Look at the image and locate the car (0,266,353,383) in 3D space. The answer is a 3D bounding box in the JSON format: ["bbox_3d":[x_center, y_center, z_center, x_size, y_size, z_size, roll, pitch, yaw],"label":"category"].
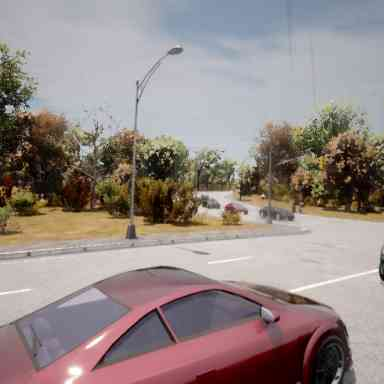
[{"bbox_3d":[-0.075,1.571,3.696,4.181,1.385,1.994,0,0,-36],"label":"car"}]

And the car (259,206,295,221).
[{"bbox_3d":[9.311,2.290,36.707,1.837,1.490,4.892,3,-1,-23],"label":"car"}]

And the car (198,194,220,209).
[{"bbox_3d":[3.138,1.744,54.926,2.097,1.767,4.553,3,1,-14],"label":"car"}]

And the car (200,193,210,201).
[{"bbox_3d":[3.064,1.112,78.666,2.128,1.511,4.902,2,2,-1],"label":"car"}]

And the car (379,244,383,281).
[{"bbox_3d":[6.943,1.483,8.756,4.553,1.767,2.097,2,-1,-36],"label":"car"}]

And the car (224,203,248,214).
[{"bbox_3d":[5.963,2.198,45.364,1.812,1.442,4.674,3,0,-19],"label":"car"}]
